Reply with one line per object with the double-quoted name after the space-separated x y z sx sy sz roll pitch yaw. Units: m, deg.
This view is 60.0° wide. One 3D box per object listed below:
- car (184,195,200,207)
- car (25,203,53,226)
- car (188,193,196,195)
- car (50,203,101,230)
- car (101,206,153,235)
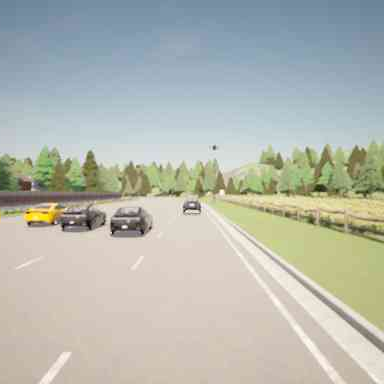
0.003 1.359 35.655 2.163 1.488 4.792 0 0 0 "car"
-10.398 1.571 24.556 1.882 1.535 5.008 0 0 0 "car"
0.005 1.109 70.710 2.150 2.045 5.566 0 0 0 "car"
-6.899 1.574 21.499 2.128 1.511 4.902 0 0 0 "car"
-3.398 1.565 19.187 2.128 1.511 4.902 0 0 0 "car"
